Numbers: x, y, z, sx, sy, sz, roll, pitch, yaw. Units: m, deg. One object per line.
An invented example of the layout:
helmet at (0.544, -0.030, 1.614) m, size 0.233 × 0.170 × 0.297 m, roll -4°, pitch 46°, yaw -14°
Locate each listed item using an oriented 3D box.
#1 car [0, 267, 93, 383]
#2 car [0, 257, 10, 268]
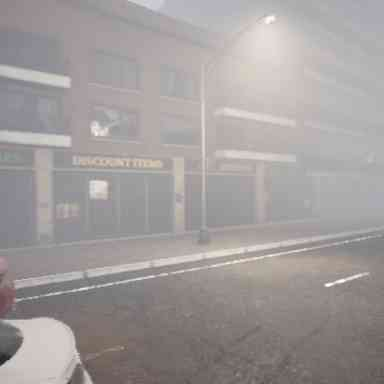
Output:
car at (-2.880, 1.541, 1.645) m, size 4.674 × 1.442 × 1.812 m, roll 0°, pitch 0°, yaw -36°
car at (-5.012, 1.502, 4.127) m, size 5.008 × 1.535 × 1.882 m, roll 0°, pitch 0°, yaw -35°
